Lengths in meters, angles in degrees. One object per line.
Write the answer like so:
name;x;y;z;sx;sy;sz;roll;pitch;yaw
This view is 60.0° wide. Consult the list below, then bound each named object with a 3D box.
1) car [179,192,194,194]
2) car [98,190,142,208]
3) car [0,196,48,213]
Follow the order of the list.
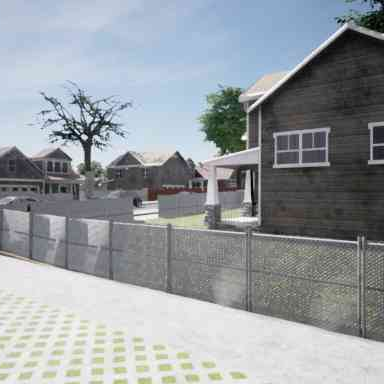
car;-0.920;0.638;39.537;1.895;1.301;4.718;0;2;35
car;-6.843;0.669;31.149;2.097;1.767;4.553;0;2;35
car;-12.429;1.075;23.236;2.128;1.511;4.902;0;2;35
